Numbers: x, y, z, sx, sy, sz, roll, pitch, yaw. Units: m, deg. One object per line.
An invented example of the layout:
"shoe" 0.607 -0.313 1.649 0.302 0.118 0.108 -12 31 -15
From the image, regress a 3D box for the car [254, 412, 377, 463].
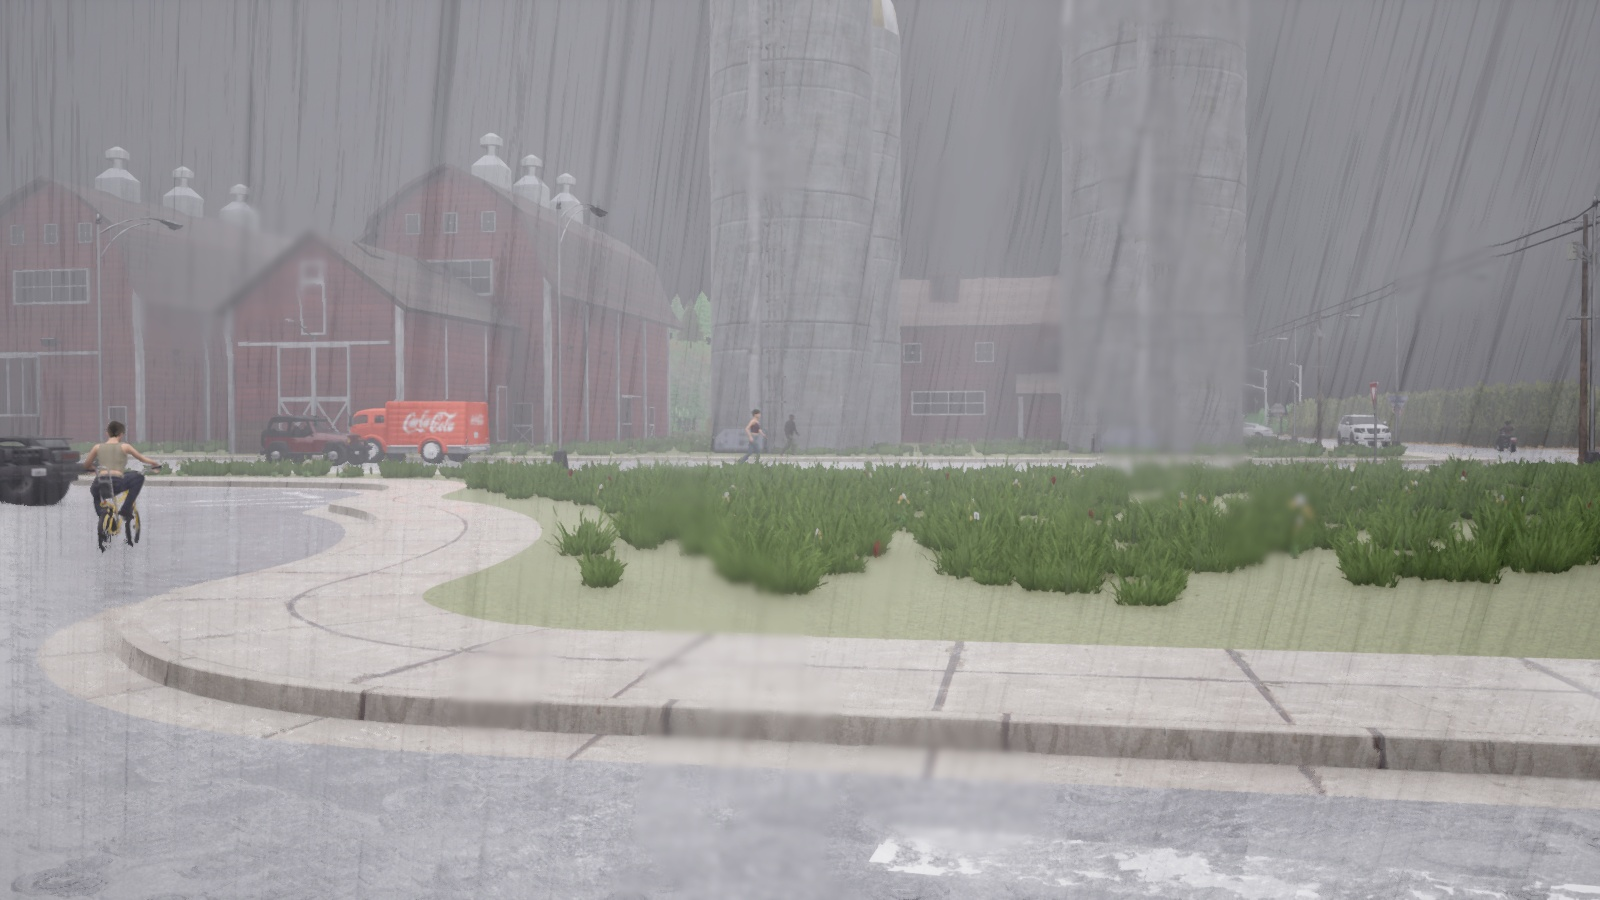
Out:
"car" -18.162 -0.488 47.171 3.866 1.878 1.905 1 1 10

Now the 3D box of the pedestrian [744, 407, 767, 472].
"pedestrian" -1.255 -0.294 35.839 0.594 1.836 0.345 0 1 9

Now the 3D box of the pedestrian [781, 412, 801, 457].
"pedestrian" -0.392 -0.650 52.613 0.703 1.840 0.431 1 1 31

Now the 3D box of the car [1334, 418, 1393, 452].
"car" 35.505 -0.967 79.236 2.150 2.045 5.566 1 1 11

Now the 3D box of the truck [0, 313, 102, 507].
"truck" -17.851 -0.773 24.328 7.936 3.462 2.891 1 1 18

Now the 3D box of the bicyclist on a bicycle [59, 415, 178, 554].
"bicyclist on a bicycle" -8.367 0.386 15.486 0.866 1.612 1.509 -1 1 -12

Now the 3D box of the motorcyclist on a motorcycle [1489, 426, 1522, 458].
"motorcyclist on a motorcycle" 36.369 -0.419 64.768 0.766 1.649 2.350 1 1 11

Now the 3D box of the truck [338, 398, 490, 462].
"truck" -15.387 -0.822 50.241 5.204 2.467 2.627 1 1 10
